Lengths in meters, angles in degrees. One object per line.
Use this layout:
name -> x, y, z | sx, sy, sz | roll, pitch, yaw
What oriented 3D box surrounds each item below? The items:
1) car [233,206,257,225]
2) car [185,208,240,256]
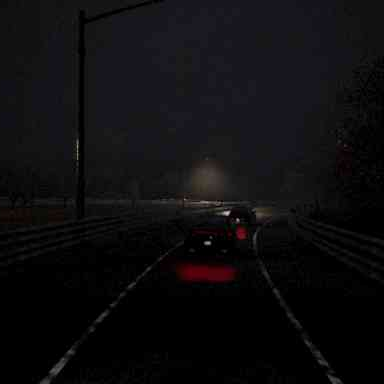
car -> 4.302, 1.966, 28.193 | 1.837, 1.490, 4.892 | 0, -1, 18
car -> 0.942, 1.664, 14.077 | 1.882, 1.535, 5.008 | 0, -1, 9
